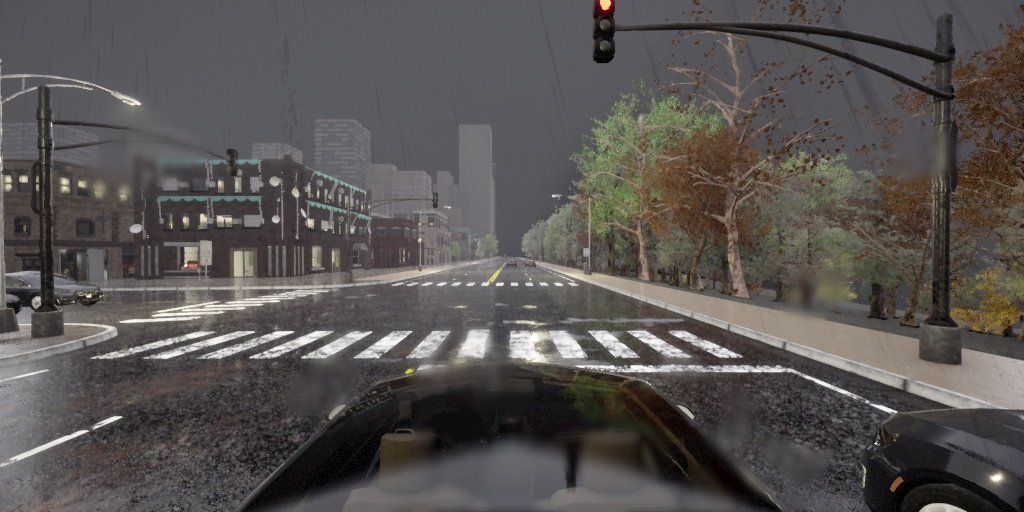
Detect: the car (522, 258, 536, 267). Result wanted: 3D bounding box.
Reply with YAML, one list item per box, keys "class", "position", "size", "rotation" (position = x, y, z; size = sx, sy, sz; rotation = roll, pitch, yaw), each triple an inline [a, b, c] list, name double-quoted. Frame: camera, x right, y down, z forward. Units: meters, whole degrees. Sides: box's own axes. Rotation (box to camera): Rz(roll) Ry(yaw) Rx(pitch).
- class: "car"
  position: [3.207, 1.252, 63.382]
  size: [1.812, 1.442, 4.674]
  rotation: [0, 0, 0]

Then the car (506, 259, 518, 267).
- class: "car"
  position: [-0.044, 1.231, 63.068]
  size: [1.837, 1.490, 4.892]
  rotation: [0, 0, 0]

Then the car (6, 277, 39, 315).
- class: "car"
  position: [-19.972, 1.565, 12.443]
  size: [4.313, 1.339, 1.948]
  rotation: [0, 0, 0]

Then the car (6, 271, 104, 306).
- class: "car"
  position: [-20.314, 1.480, 15.147]
  size: [4.892, 1.490, 1.837]
  rotation: [-1, 1, 0]

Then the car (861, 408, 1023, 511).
- class: "car"
  position: [3.353, 1.255, 0.450]
  size: [1.837, 1.490, 4.892]
  rotation: [0, 0, 0]
